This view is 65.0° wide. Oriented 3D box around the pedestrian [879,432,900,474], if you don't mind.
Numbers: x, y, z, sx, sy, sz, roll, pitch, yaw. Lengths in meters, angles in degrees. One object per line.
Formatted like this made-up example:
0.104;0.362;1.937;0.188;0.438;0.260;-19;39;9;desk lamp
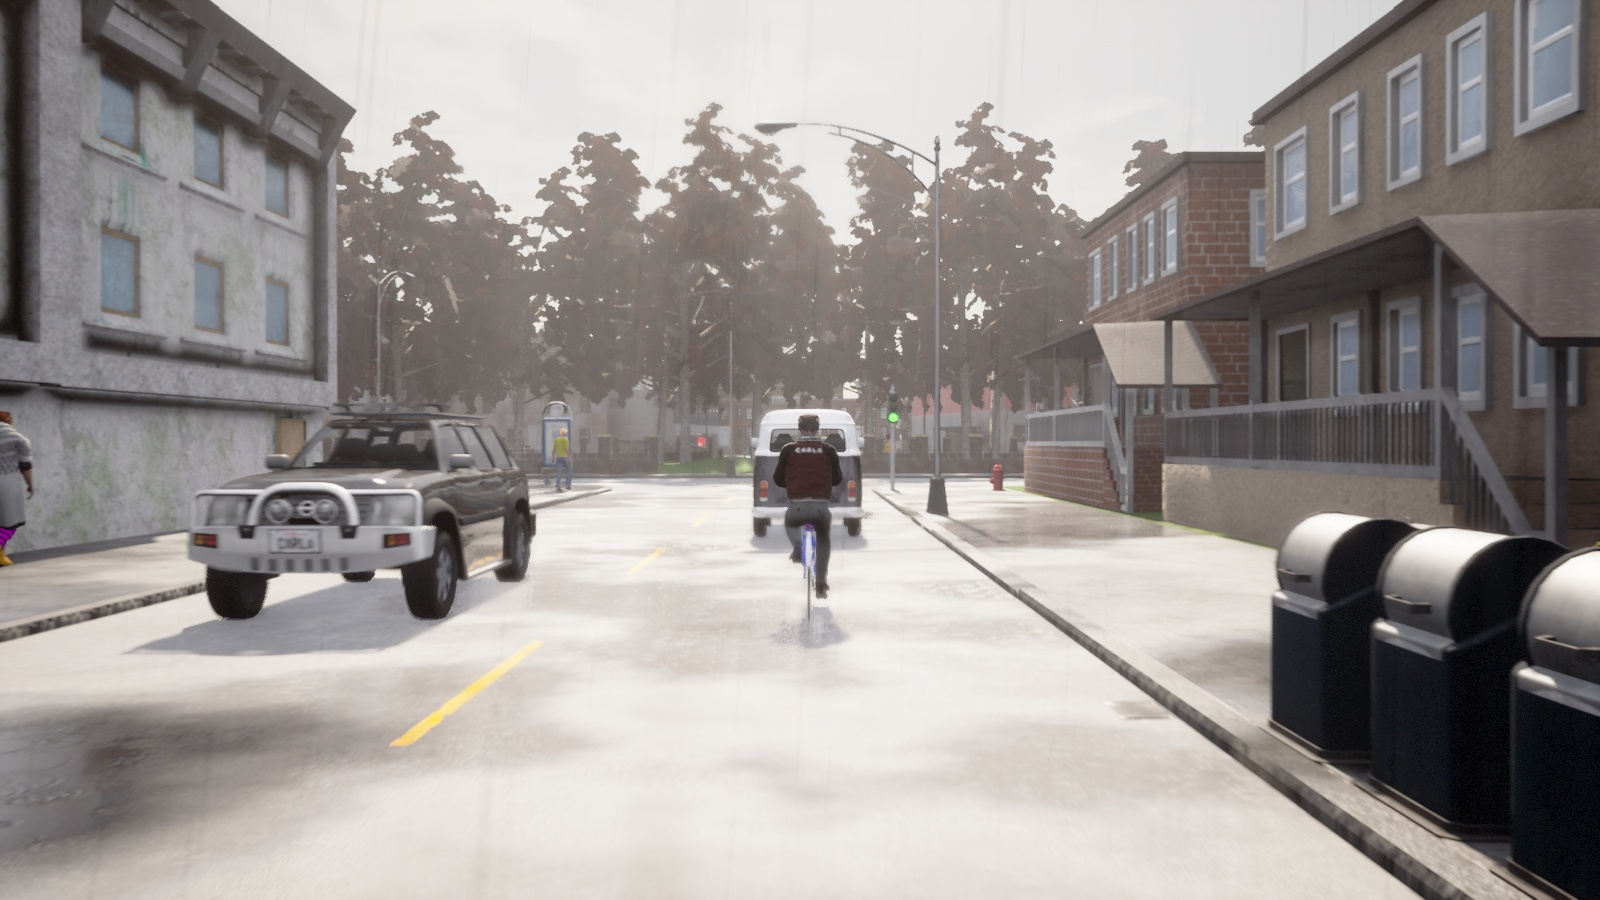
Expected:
4.005;0.143;56.122;0.900;1.855;0.874;0;0;0;pedestrian

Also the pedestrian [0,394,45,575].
-8.963;0.370;13.980;0.659;1.952;0.873;0;0;-7;pedestrian

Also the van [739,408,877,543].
0.133;0.354;21.173;2.069;2.038;4.480;0;1;0;van

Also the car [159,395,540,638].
-3.918;0.493;11.889;1.932;1.855;4.605;0;0;0;car

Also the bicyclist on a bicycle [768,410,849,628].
0.077;0.554;11.147;0.659;1.776;1.843;0;1;0;bicyclist on a bicycle

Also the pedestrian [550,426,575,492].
-6.759;0.249;35.749;0.354;1.836;0.706;0;0;29;pedestrian
